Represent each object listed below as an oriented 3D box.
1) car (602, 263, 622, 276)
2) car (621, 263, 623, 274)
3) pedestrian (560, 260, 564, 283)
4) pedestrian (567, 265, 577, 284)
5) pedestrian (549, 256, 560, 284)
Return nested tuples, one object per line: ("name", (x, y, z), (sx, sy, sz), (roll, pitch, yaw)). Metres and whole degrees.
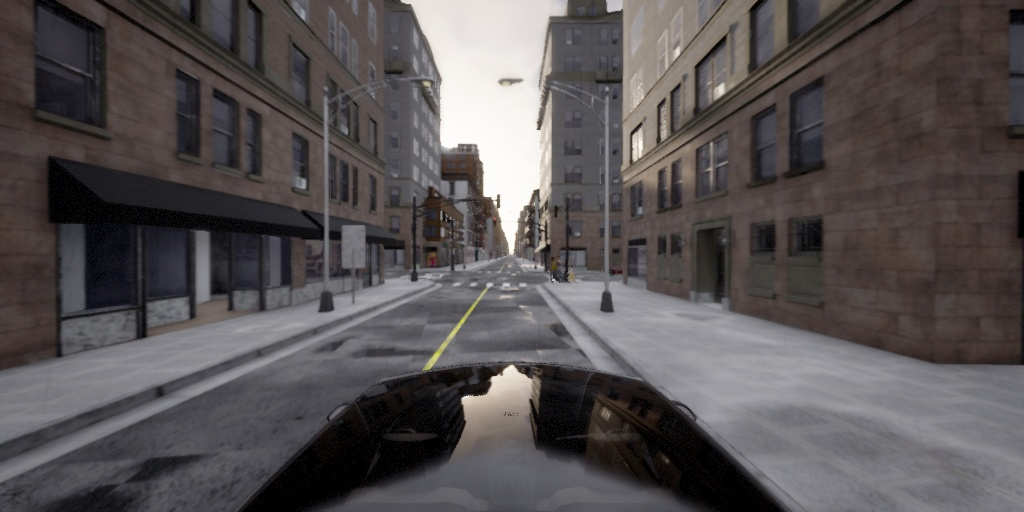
("car", (11.612, 1.380, 37.633), (4.207, 1.307, 1.802), (0, 0, 0))
("car", (11.587, 1.412, 29.108), (4.403, 1.370, 2.007), (0, 0, 0))
("pedestrian", (3.147, 0.859, 24.027), (0.375, 1.860, 0.375), (0, 0, 0))
("pedestrian", (3.930, 1.139, 23.430), (0.375, 1.300, 0.375), (0, 0, 0))
("pedestrian", (2.687, 0.857, 22.826), (0.375, 1.860, 0.375), (0, 0, 0))
